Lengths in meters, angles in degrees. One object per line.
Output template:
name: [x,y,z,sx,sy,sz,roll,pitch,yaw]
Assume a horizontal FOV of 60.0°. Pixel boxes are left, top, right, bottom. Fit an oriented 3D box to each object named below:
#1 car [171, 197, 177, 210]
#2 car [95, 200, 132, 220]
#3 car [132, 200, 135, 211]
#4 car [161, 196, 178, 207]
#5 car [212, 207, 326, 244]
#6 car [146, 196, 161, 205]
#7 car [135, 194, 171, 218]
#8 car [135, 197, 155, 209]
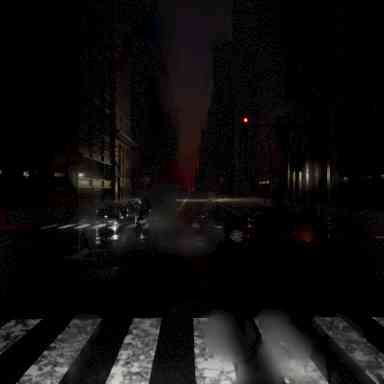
car: [-3.367,1.463,40.077,2.128,1.511,4.902,0,0,0]
car: [-6.632,1.584,27.936,1.895,1.301,4.718,0,0,1]
car: [-6.618,1.575,37.052,1.895,1.301,4.718,0,0,0]
car: [-3.358,1.450,50.499,2.128,1.511,4.902,0,0,0]
car: [3.335,1.427,14.681,4.892,1.490,1.837,0,0,0]
car: [-6.588,1.495,57.179,2.033,1.411,5.357,0,0,0]
car: [-3.364,1.203,29.983,2.150,2.045,5.566,0,0,0]
car: [-6.616,1.456,46.910,2.128,1.511,4.902,0,0,0]
